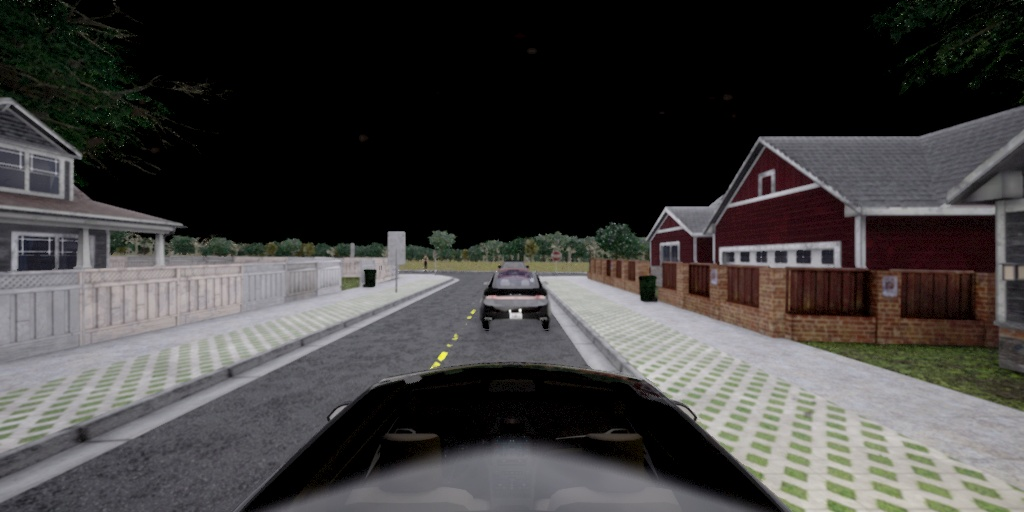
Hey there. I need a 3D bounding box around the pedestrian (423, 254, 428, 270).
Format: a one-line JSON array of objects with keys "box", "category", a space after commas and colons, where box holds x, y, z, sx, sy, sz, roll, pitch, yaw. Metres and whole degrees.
[{"box": [-9.670, 0.691, 40.055, 0.375, 1.860, 0.375, 0, -1, 0], "category": "pedestrian"}]

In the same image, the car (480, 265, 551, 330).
[{"box": [0.099, 1.209, 10.992, 2.128, 1.511, 4.902, 0, 0, 0], "category": "car"}]

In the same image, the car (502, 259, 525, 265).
[{"box": [0.102, 1.028, 23.958, 2.097, 1.767, 4.553, 0, 0, 0], "category": "car"}]
